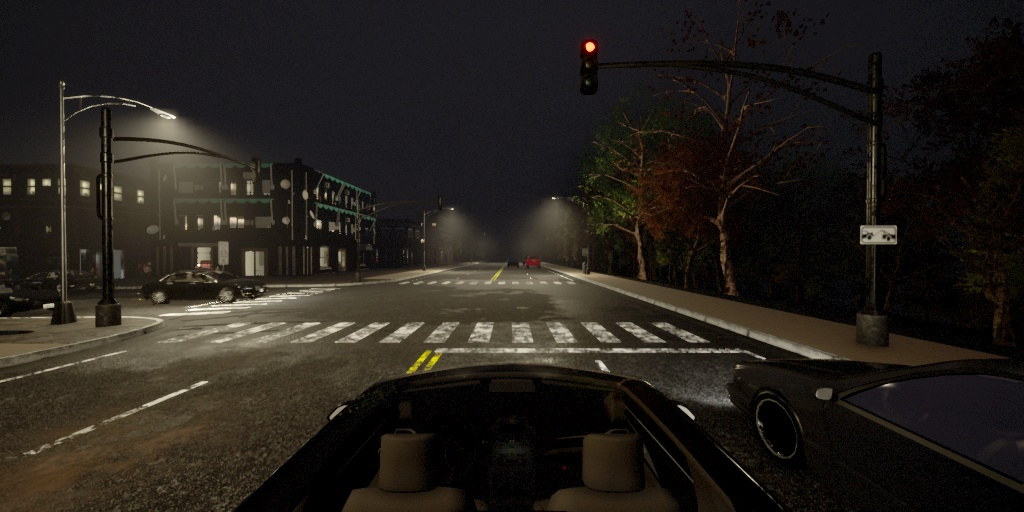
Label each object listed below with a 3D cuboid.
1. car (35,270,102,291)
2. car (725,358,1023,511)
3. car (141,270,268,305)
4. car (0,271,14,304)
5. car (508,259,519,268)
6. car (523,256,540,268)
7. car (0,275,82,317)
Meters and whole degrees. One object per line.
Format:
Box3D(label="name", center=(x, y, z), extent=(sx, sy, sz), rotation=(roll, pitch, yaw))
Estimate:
Box3D(label="car", center=(-28.249, 1.560, 22.280), extent=(4.403, 1.370, 2.007), rotation=(0, 0, 0))
Box3D(label="car", center=(3.326, 1.297, 1.762), extent=(2.033, 1.411, 5.357), rotation=(0, 0, 3))
Box3D(label="car", center=(-14.107, 1.401, 16.619), extent=(4.892, 1.490, 1.837), rotation=(-1, 1, -2))
Box3D(label="car", center=(-26.734, 1.527, 16.481), extent=(5.008, 1.535, 1.882), rotation=(-1, 1, 0))
Box3D(label="car", center=(0.193, 1.205, 61.893), extent=(1.882, 1.535, 5.008), rotation=(0, 0, 0))
Box3D(label="car", center=(3.438, 0.951, 58.962), extent=(2.150, 2.045, 5.566), rotation=(0, 0, 0))
Box3D(label="car", center=(-19.930, 1.565, 13.755), extent=(4.313, 1.339, 1.948), rotation=(0, 0, 0))
